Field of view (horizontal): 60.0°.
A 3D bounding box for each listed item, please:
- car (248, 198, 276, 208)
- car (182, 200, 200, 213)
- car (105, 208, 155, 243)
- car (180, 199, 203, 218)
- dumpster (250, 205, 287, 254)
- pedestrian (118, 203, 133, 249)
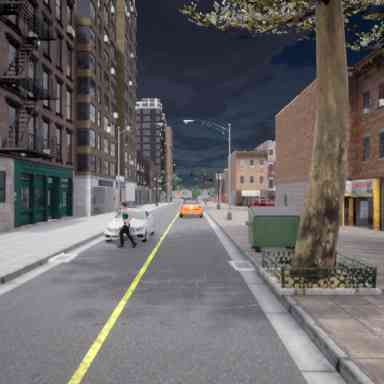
[{"bbox_3d":[10.616,1.874,48.432,5.009,1.841,2.192,1,-1,0],"label":"car"},{"bbox_3d":[-0.027,1.712,41.503,1.837,1.490,4.892,0,-1,4],"label":"car"},{"bbox_3d":[-2.916,1.547,16.362,1.812,1.442,4.674,0,0,0],"label":"car"},{"bbox_3d":[-0.061,1.463,31.770,2.097,1.767,4.553,0,0,0],"label":"car"},{"bbox_3d":[2.958,1.404,13.106,1.020,1.700,1.940,0,0,0],"label":"dumpster"},{"bbox_3d":[-2.629,1.305,13.102,0.375,1.860,0.375,0,0,-10],"label":"pedestrian"}]
